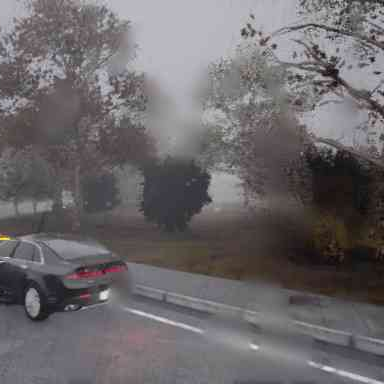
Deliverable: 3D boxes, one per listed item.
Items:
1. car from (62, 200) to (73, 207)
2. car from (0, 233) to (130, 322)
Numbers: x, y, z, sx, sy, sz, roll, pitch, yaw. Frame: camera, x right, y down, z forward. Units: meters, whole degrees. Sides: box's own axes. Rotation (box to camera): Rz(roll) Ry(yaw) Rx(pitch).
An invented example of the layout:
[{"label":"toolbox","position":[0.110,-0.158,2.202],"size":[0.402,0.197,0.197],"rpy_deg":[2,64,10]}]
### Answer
[{"label":"car","position":[-28.119,2.618,76.124],"size":[1.837,1.490,4.892],"rpy_deg":[-1,-1,14]},{"label":"car","position":[-3.537,1.740,7.834],"size":[4.892,1.490,1.837],"rpy_deg":[-1,-2,38]}]
